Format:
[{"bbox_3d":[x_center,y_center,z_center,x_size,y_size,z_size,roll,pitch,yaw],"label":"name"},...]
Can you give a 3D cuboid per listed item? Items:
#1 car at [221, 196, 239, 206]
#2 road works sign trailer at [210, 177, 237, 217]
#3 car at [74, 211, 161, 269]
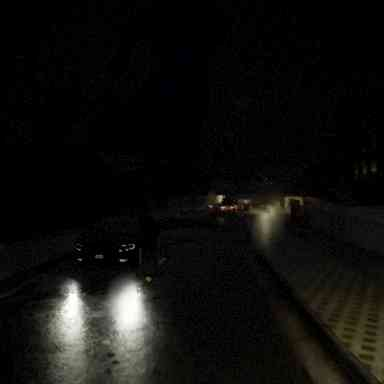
[{"bbox_3d":[6.049,1.367,53.259,2.097,1.767,4.553,0,0,19],"label":"car"},{"bbox_3d":[2.980,0.445,31.000,2.380,3.560,2.880,0,0,13],"label":"road works sign trailer"},{"bbox_3d":[-2.306,1.463,11.402,1.882,1.535,5.008,0,0,4],"label":"car"}]
